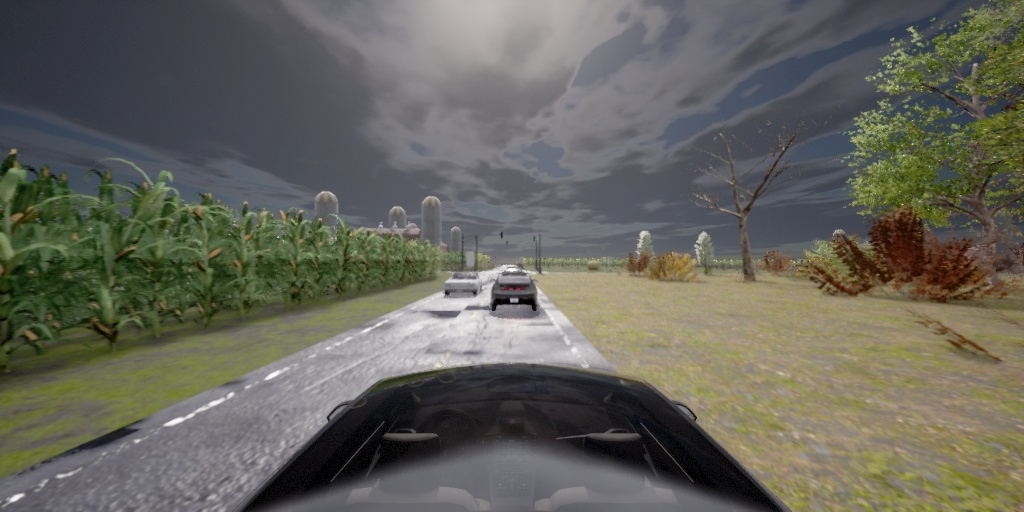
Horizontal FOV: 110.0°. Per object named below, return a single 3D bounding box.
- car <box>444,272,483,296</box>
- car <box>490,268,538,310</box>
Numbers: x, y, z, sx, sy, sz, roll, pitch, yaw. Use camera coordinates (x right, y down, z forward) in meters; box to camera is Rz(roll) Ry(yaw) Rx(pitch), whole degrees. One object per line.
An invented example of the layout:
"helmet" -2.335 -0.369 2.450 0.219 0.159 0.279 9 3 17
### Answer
"car" -2.844 1.621 21.659 1.895 1.301 4.718 0 -1 0
"car" 0.093 1.446 15.883 1.837 1.490 4.892 0 -1 0
